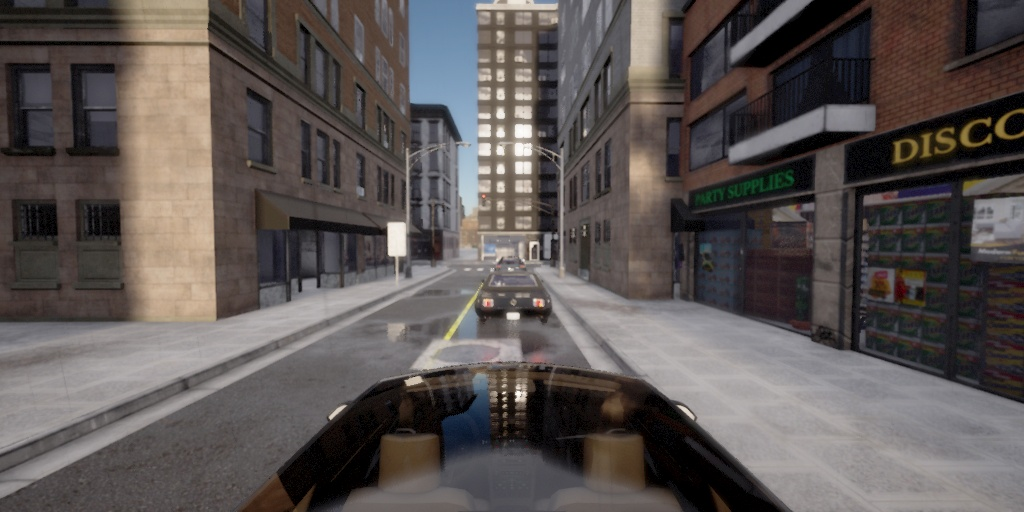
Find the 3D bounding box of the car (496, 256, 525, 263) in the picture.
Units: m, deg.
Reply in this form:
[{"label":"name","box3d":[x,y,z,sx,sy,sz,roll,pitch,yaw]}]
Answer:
[{"label":"car","box3d":[-0.088,0.672,22.885,1.994,1.385,4.181,0,2,0]}]

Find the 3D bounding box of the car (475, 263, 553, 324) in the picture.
[{"label":"car","box3d":[0.023,1.077,10.732,1.895,1.301,4.718,0,2,0]}]
